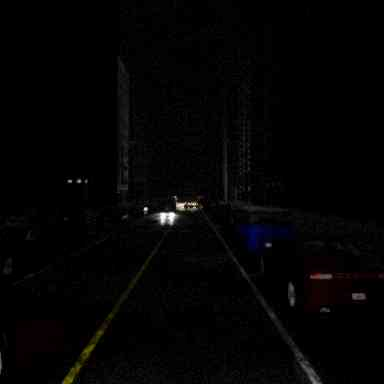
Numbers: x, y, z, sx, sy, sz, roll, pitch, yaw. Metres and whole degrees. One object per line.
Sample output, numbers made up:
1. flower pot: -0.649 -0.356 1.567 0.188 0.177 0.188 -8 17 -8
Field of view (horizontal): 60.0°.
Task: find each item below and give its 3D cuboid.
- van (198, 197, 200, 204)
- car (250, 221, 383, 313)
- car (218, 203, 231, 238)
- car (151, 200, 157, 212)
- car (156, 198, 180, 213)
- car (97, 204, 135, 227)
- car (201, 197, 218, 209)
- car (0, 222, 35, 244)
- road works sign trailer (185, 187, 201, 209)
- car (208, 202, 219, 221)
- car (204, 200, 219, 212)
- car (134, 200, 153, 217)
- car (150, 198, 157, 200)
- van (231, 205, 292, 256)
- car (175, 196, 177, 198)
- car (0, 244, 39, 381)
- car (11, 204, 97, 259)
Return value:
1. van: 2.770 2.005 69.437 1.690 1.788 3.998 0 -1 0
2. car: 2.764 1.617 7.738 1.887 1.381 4.507 0 -1 0
3. car: 2.765 1.615 18.957 1.967 1.590 4.097 0 -1 0
4. car: -5.758 1.968 41.379 1.802 1.307 4.206 0 -1 0
5. car: -3.085 1.899 43.537 2.128 1.511 4.902 0 -1 0
6. car: -5.760 1.791 24.551 1.947 1.339 4.313 0 -1 0
7. car: 2.768 1.758 47.002 2.192 1.841 5.009 0 -1 0
8. car: -5.761 1.621 7.724 2.008 1.369 4.403 0 -1 0
9. road works sign trailer: 0.005 0.973 53.790 2.380 3.560 2.880 0 -1 0
10. car: 2.766 1.846 30.173 1.947 1.339 4.313 0 -1 0
11. car: 2.767 1.970 41.391 1.802 1.307 4.206 0 -1 0
12. car: -5.759 1.883 35.770 2.008 1.369 4.403 0 -1 0
13. car: -5.758 1.965 46.819 1.752 1.417 4.829 0 -1 0
14. van: 2.765 1.464 13.349 1.690 1.788 3.998 0 -1 0
15. car: -5.754 2.145 86.255 2.192 1.841 5.009 0 -1 0
16. car: -3.101 1.497 2.095 1.882 1.535 5.008 0 -1 0
17. car: -5.760 1.437 13.335 2.192 1.841 5.009 0 -1 0
